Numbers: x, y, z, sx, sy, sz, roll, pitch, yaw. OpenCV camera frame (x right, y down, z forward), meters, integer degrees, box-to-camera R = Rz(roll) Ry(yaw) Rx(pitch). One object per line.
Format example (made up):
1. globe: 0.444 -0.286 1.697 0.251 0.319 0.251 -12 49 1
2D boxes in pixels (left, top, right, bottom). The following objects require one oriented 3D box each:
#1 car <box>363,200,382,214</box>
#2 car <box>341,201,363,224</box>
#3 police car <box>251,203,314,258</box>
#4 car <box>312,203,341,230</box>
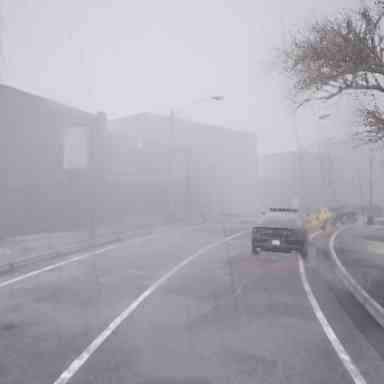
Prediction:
1. car: 19.658 1.701 37.877 4.674 1.442 1.812 1 1 -28
2. car: 11.361 1.608 25.793 1.837 1.490 4.892 2 1 42
3. police car: 3.637 1.438 13.208 1.930 1.638 5.238 1 0 21
4. car: 8.007 1.513 21.539 1.801 1.575 5.366 1 0 34
